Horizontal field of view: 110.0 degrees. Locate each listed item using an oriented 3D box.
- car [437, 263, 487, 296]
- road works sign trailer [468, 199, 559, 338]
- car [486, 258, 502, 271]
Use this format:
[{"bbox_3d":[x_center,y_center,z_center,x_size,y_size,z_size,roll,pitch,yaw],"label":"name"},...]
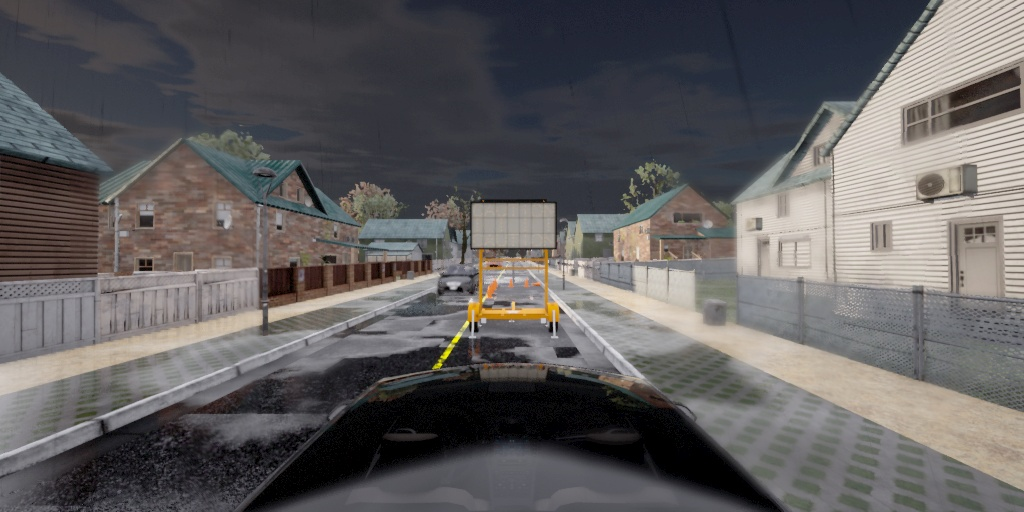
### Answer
[{"bbox_3d":[-2.760,1.246,19.427,2.128,1.511,4.902,0,0,0],"label":"car"},{"bbox_3d":[0.043,0.217,10.127,2.380,3.560,2.880,0,0,0],"label":"road works sign trailer"},{"bbox_3d":[-2.503,1.104,50.307,2.097,1.767,4.553,0,0,0],"label":"car"}]
